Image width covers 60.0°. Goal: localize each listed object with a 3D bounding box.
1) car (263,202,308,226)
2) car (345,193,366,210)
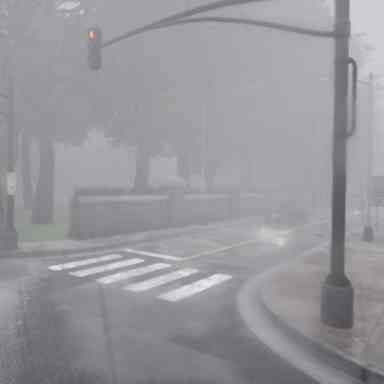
[{"bbox_3d":[6.566,1.442,23.058,2.128,1.511,4.902,1,1,36],"label":"car"},{"bbox_3d":[20.937,1.143,42.992,2.150,2.045,5.566,1,0,36],"label":"car"}]
